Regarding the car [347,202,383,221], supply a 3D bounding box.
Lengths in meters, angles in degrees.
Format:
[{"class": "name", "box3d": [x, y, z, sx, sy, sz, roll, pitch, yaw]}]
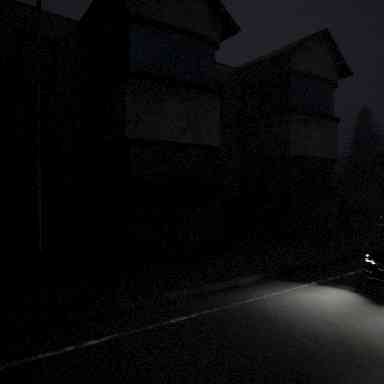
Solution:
[{"class": "car", "box3d": [11.858, 1.491, 25.296, 2.128, 1.511, 4.902, 0, 0, -35]}]

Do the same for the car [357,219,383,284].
[{"class": "car", "box3d": [6.259, 1.504, 8.417, 4.892, 1.490, 1.837, 0, 0, -35]}]
